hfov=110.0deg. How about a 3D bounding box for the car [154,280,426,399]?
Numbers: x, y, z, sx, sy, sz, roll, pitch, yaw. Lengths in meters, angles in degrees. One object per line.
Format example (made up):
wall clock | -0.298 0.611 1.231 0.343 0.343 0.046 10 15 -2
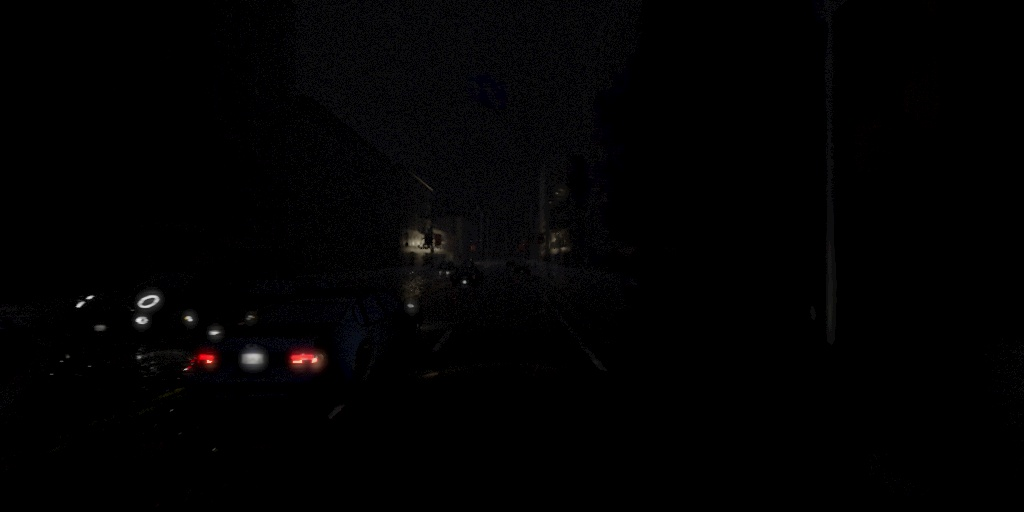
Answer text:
car | -3.148 1.317 6.877 2.033 1.411 5.357 0 0 0

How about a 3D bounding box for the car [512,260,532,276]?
car | 1.151 1.410 39.200 1.812 1.442 4.674 0 0 0

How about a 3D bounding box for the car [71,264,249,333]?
car | -9.845 1.137 10.813 2.097 1.767 4.553 0 0 0

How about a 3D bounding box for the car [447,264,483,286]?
car | -3.142 1.443 25.920 1.895 1.301 4.718 0 0 0

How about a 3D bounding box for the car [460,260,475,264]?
car | -6.537 1.415 53.418 2.128 1.511 4.902 0 0 0

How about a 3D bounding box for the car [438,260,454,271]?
car | -9.786 1.416 53.690 2.128 1.511 4.902 0 0 0

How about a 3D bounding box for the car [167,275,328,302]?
car | -6.595 1.332 10.642 2.033 1.411 5.357 0 0 0

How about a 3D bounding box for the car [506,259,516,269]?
car | 0.053 1.452 62.469 1.837 1.490 4.892 0 0 1
